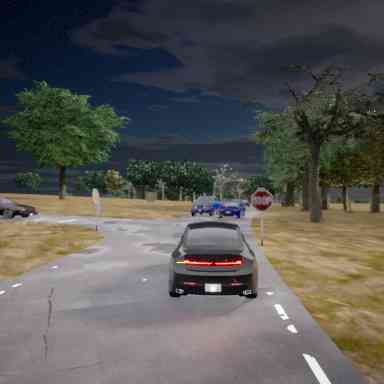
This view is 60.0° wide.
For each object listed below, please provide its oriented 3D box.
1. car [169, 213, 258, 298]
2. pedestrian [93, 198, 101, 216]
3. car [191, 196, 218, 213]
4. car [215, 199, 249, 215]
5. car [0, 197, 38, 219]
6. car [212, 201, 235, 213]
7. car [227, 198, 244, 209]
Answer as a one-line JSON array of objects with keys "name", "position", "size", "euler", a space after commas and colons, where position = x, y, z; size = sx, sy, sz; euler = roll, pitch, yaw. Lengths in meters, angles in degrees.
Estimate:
[{"name": "car", "position": [0.529, 1.511, 8.513], "size": [1.837, 1.490, 4.892], "euler": [0, 0, 3]}, {"name": "pedestrian", "position": [-8.095, 1.099, 28.436], "size": [0.375, 1.860, 0.375], "euler": [0, -4, 7]}, {"name": "car", "position": [1.500, 1.456, 34.997], "size": [2.150, 2.045, 5.566], "euler": [0, -1, 15]}, {"name": "car", "position": [3.894, 1.659, 31.756], "size": [1.882, 1.535, 5.008], "euler": [0, -1, 17]}, {"name": "car", "position": [-13.378, 1.009, 22.651], "size": [5.357, 1.411, 2.033], "euler": [2, -1, 8]}, {"name": "car", "position": [4.277, 1.943, 44.930], "size": [2.033, 1.411, 5.357], "euler": [0, -1, 17]}, {"name": "car", "position": [7.215, 1.910, 54.802], "size": [2.097, 1.767, 4.553], "euler": [0, -1, 16]}]
